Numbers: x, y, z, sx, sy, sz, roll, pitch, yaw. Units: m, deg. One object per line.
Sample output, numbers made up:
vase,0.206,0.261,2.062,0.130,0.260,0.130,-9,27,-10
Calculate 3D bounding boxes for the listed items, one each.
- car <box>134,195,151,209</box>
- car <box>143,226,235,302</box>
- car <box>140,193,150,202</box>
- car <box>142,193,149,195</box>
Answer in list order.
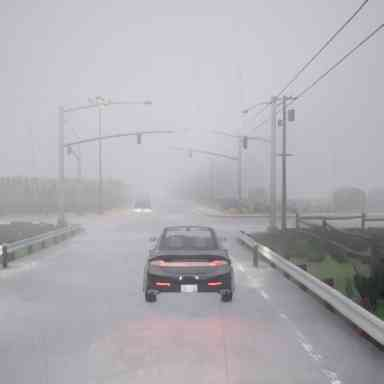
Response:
car,-6.391,1.456,43.434,1.994,1.385,4.181,0,1,-7
car,-0.095,1.612,8.487,2.128,1.511,4.902,0,-2,-1
car,-8.731,1.061,62.121,1.837,1.490,4.892,0,1,-7
car,-7.439,1.266,51.836,1.812,1.442,4.674,0,1,-7
